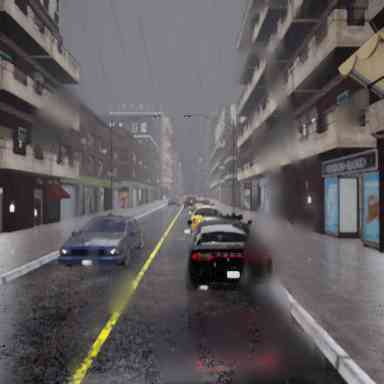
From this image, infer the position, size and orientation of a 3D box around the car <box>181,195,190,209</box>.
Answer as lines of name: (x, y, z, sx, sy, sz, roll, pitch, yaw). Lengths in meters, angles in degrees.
car: (-0.049, 1.430, 47.598, 2.097, 1.767, 4.553, 0, 0, 0)

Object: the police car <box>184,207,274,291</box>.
police car: (0.812, 1.422, 9.137, 1.930, 1.638, 5.238, 0, 0, 0)

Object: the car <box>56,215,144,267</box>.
car: (-2.868, 1.546, 11.745, 2.033, 1.411, 5.357, 0, 0, 0)

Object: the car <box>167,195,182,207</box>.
car: (-2.919, 1.642, 53.620, 2.033, 1.411, 5.357, 0, 0, 0)

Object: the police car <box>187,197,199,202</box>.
police car: (0.785, 1.447, 25.140, 1.930, 1.638, 5.238, 0, 0, 0)

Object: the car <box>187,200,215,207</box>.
car: (0.795, 1.464, 19.220, 1.801, 1.575, 5.366, 0, 0, 0)
